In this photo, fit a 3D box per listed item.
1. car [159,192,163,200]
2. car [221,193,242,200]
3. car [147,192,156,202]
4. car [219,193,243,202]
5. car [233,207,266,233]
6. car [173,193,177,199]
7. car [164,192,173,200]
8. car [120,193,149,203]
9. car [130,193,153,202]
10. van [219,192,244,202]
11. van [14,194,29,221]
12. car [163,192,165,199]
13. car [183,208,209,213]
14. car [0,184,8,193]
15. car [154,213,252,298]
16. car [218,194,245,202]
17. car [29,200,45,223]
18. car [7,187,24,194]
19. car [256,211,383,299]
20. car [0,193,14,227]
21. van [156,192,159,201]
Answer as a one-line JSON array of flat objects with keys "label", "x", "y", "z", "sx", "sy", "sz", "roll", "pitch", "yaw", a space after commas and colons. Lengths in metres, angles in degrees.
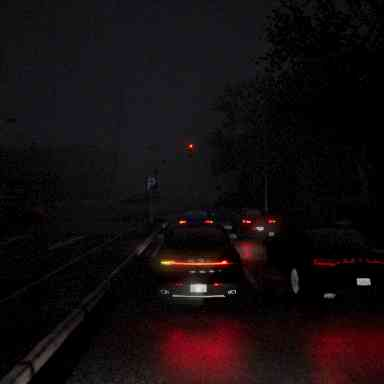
[{"label": "car", "x": -9.698, "y": 1.321, "z": 74.673, "sx": 4.892, "sy": 1.521, "sz": 2.231, "roll": -1, "pitch": 0, "yaw": -13}, {"label": "car", "x": 9.808, "y": 1.129, "z": 82.898, "sx": 4.553, "sy": 1.767, "sz": 2.185, "roll": 1, "pitch": 0, "yaw": -12}, {"label": "car", "x": -10.523, "y": 1.315, "z": 65.713, "sx": 5.366, "sy": 1.575, "sz": 1.946, "roll": -1, "pitch": 0, "yaw": -14}, {"label": "car", "x": 7.954, "y": 1.141, "z": 68.206, "sx": 4.553, "sy": 1.767, "sz": 2.185, "roll": 1, "pitch": 0, "yaw": -13}, {"label": "car", "x": 3.235, "y": 1.550, "z": 17.884, "sx": 1.812, "sy": 1.442, "sz": 4.674, "roll": 0, "pitch": 0, "yaw": 1}, {"label": "car", "x": -7.624, "y": 1.064, "z": 89.649, "sx": 5.566, "sy": 2.045, "sz": 2.435, "roll": -1, "pitch": 0, "yaw": -12}, {"label": "car", "x": -8.087, "y": 1.357, "z": 86.645, "sx": 4.674, "sy": 1.452, "sz": 2.002, "roll": -1, "pitch": 0, "yaw": -12}, {"label": "car", "x": -11.181, "y": 1.358, "z": 62.724, "sx": 4.792, "sy": 1.488, "sz": 2.163, "roll": -1, "pitch": 0, "yaw": -15}, {"label": "car", "x": -10.417, "y": 1.196, "z": 68.665, "sx": 4.553, "sy": 1.767, "sz": 2.185, "roll": -1, "pitch": 0, "yaw": -14}, {"label": "van", "x": 7.557, "y": 1.043, "z": 65.238, "sx": 4.442, "sy": 1.987, "sz": 1.878, "roll": 1, "pitch": 0, "yaw": -14}, {"label": "van", "x": -13.514, "y": 1.297, "z": 21.949, "sx": 4.442, "sy": 1.987, "sz": 1.878, "roll": -1, "pitch": 0, "yaw": -19}, {"label": "car", "x": -9.313, "y": 1.359, "z": 77.666, "sx": 4.674, "sy": 1.452, "sz": 2.002, "roll": -1, "pitch": 0, "yaw": -13}, {"label": "car", "x": 0.216, "y": 1.551, "z": 17.630, "sx": 1.812, "sy": 1.442, "sz": 4.674, "roll": 0, "pitch": 0, "yaw": 1}, {"label": "car", "x": -30.935, "y": -0.426, "z": 53.737, "sx": 2.435, "sy": 2.045, "sz": 5.566, "roll": 6, "pitch": -3, "yaw": -19}, {"label": "car", "x": 0.139, "y": 1.515, "z": 8.506, "sx": 1.837, "sy": 1.490, "sz": 4.892, "roll": 0, "pitch": 0, "yaw": 0}, {"label": "car", "x": 8.503, "y": 1.264, "z": 71.197, "sx": 5.366, "sy": 1.575, "sz": 1.946, "roll": 1, "pitch": 0, "yaw": -13}, {"label": "car", "x": -13.526, "y": 1.403, "z": 24.927, "sx": 4.553, "sy": 1.767, "sz": 2.185, "roll": -1, "pitch": 0, "yaw": -19}, {"label": "car", "x": -27.941, "y": 0.136, "z": 53.664, "sx": 2.002, "sy": 1.452, "sz": 4.674, "roll": 6, "pitch": -3, "yaw": -19}, {"label": "car", "x": 3.140, "y": 1.488, "z": 8.544, "sx": 1.882, "sy": 1.535, "sz": 5.008, "roll": 0, "pitch": 0, "yaw": 0}, {"label": "car", "x": -13.643, "y": 1.267, "z": 18.914, "sx": 5.566, "sy": 2.045, "sz": 2.435, "roll": -1, "pitch": 0, "yaw": -19}, {"label": "van", "x": -9.939, "y": 1.093, "z": 71.703, "sx": 4.442, "sy": 1.987, "sz": 1.878, "roll": -1, "pitch": 0, "yaw": -14}]
